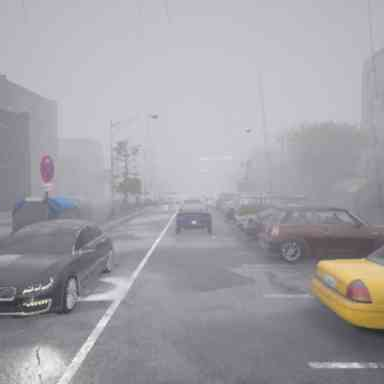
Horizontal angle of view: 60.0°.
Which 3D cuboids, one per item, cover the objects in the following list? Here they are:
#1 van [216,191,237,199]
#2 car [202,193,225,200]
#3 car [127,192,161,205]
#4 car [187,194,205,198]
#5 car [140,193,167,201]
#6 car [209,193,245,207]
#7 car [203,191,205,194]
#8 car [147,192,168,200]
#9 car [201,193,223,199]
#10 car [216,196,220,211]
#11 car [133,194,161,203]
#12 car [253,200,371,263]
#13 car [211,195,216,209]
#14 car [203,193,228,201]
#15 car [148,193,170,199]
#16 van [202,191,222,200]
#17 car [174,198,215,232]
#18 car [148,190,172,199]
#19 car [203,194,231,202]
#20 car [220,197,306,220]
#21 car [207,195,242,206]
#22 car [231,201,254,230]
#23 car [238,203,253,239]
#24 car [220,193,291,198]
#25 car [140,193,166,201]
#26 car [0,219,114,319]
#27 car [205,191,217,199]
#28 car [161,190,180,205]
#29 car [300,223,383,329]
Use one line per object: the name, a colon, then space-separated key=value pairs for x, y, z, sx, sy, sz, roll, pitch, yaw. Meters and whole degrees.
van: x=4.757 y=1.045 z=30.629 sx=4.442 sy=1.987 sz=1.878 roll=0 pitch=0 yaw=0
car: x=4.634 y=0.987 z=72.531 sx=4.892 sy=1.521 sz=2.231 roll=0 pitch=1 yaw=0
car: x=-7.694 y=1.150 z=54.190 sx=4.674 sy=1.452 sz=2.002 roll=0 pitch=0 yaw=0
car: x=0.088 y=1.234 z=35.658 sx=1.882 sy=1.535 sz=5.008 roll=0 pitch=0 yaw=0
car: x=-7.886 y=1.006 z=69.004 sx=5.366 sy=1.575 sz=1.946 roll=0 pitch=0 yaw=0
car: x=4.668 y=1.050 z=44.597 sx=4.553 sy=1.767 sz=2.185 roll=0 pitch=0 yaw=0
car: x=4.604 y=0.829 z=58.564 sx=5.566 sy=2.045 sz=2.435 roll=0 pitch=0 yaw=0
car: x=-7.672 y=0.839 z=74.885 sx=4.553 sy=1.767 sz=2.185 roll=0 pitch=1 yaw=0
car: x=4.620 y=0.916 z=78.134 sx=4.892 sy=1.521 sz=2.231 roll=0 pitch=2 yaw=0
car: x=4.639 y=1.330 z=27.837 sx=4.674 sy=1.452 sz=2.002 roll=0 pitch=0 yaw=0
car: x=-7.695 y=1.130 z=57.252 sx=4.674 sy=1.452 sz=2.002 roll=0 pitch=0 yaw=0
car: x=4.614 y=1.278 z=11.076 sx=4.553 sy=1.767 sz=2.185 roll=0 pitch=0 yaw=0
car: x=4.668 y=1.281 z=33.426 sx=4.792 sy=1.488 sz=2.163 roll=0 pitch=0 yaw=0
car: x=4.623 y=1.024 z=67.072 sx=4.892 sy=1.521 sz=2.231 roll=0 pitch=0 yaw=0
car: x=-7.709 y=0.923 z=77.716 sx=5.008 sy=1.535 sz=2.097 roll=0 pitch=1 yaw=0
van: x=4.510 y=0.735 z=75.323 sx=4.442 sy=1.987 sz=1.878 roll=0 pitch=1 yaw=0
car: x=0.093 y=1.348 z=18.980 sx=1.882 sy=1.535 sz=5.008 roll=0 pitch=0 yaw=0
car: x=-7.676 y=0.604 z=80.655 sx=5.566 sy=2.045 sz=2.435 roll=0 pitch=1 yaw=0
car: x=4.625 y=1.061 z=61.360 sx=5.008 sy=1.535 sz=2.097 roll=0 pitch=0 yaw=0
car: x=4.638 y=1.327 z=22.375 sx=5.008 sy=1.535 sz=2.097 roll=0 pitch=0 yaw=0
car: x=4.605 y=1.186 z=47.394 sx=4.792 sy=1.488 sz=2.163 roll=0 pitch=0 yaw=0
car: x=4.651 y=1.367 z=16.663 sx=4.892 sy=1.521 sz=2.231 roll=0 pitch=0 yaw=0
car: x=4.639 y=1.386 z=13.869 sx=4.892 sy=1.521 sz=2.231 roll=0 pitch=0 yaw=0
car: x=4.673 y=1.183 z=25.044 sx=4.553 sy=1.767 sz=2.185 roll=0 pitch=0 yaw=0
car: x=-7.706 y=1.031 z=65.942 sx=4.892 sy=1.521 sz=2.231 roll=0 pitch=0 yaw=0
car: x=-3.103 y=1.453 z=7.542 sx=1.837 sy=1.490 sz=4.892 roll=0 pitch=0 yaw=0
car: x=4.666 y=0.962 z=39.011 sx=5.566 sy=2.045 sz=2.435 roll=0 pitch=0 yaw=0
car: x=-3.083 y=0.873 z=51.464 sx=2.150 sy=2.045 sz=5.566 roll=0 pitch=0 yaw=0
car: x=4.833 y=1.439 z=5.488 sx=5.366 sy=1.575 sz=1.946 roll=0 pitch=0 yaw=0
